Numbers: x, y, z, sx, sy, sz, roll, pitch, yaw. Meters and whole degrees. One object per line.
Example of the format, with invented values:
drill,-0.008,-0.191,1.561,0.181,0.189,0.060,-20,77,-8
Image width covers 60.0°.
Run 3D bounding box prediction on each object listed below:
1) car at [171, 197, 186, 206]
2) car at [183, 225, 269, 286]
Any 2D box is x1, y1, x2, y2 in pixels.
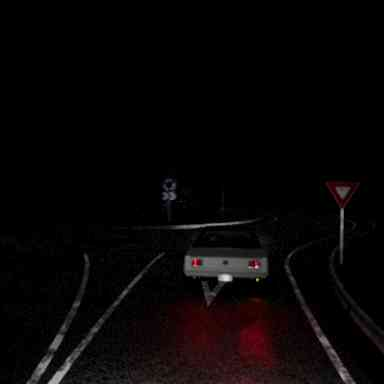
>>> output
car,-2.061,1.416,50.559,2.033,1.411,5.357,0,0,-9
car,1.017,1.595,9.416,1.895,1.301,4.718,0,0,8
